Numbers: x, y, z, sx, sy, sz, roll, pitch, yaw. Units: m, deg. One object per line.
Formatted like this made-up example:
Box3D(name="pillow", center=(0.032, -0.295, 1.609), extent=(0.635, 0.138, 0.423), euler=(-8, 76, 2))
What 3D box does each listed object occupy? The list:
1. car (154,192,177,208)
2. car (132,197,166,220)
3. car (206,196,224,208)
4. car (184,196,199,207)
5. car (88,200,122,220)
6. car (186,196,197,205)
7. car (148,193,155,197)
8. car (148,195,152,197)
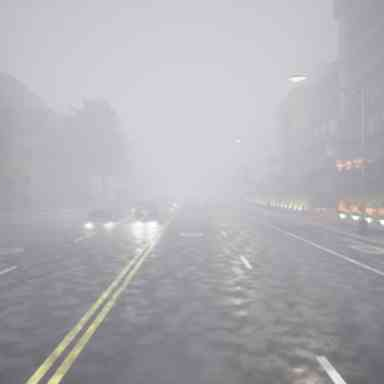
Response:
Box3D(name="car", center=(-3.705, 1.324, 47.201), extent=(2.097, 1.767, 4.553), euler=(0, 0, 0))
Box3D(name="car", center=(-3.672, 1.476, 28.306), extent=(2.128, 1.511, 4.902), euler=(0, 0, 0))
Box3D(name="car", center=(3.459, 1.498, 48.424), extent=(1.812, 1.442, 4.674), euler=(0, 0, 0))
Box3D(name="car", center=(-0.044, 1.324, 49.481), extent=(2.097, 1.767, 4.553), euler=(0, 0, 0))
Box3D(name="car", center=(-7.171, 1.463, 27.853), extent=(1.882, 1.535, 5.008), euler=(0, 0, 0))
Box3D(name="car", center=(-0.163, 1.444, 60.329), extent=(1.882, 1.535, 5.008), euler=(0, 0, 0))
Box3D(name="car", center=(-7.197, 1.456, 63.535), extent=(2.128, 1.511, 4.902), euler=(0, 0, 0))
Box3D(name="car", center=(-7.205, 1.538, 46.748), extent=(1.994, 1.385, 4.181), euler=(0, 0, 0))
